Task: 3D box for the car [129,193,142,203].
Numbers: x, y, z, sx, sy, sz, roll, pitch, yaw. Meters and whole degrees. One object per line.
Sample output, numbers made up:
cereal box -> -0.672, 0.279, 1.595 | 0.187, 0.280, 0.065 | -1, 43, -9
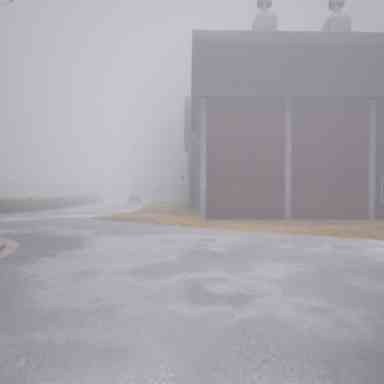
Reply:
car -> -9.335, 0.972, 55.118 | 1.837, 1.490, 4.892 | 0, 1, -4
